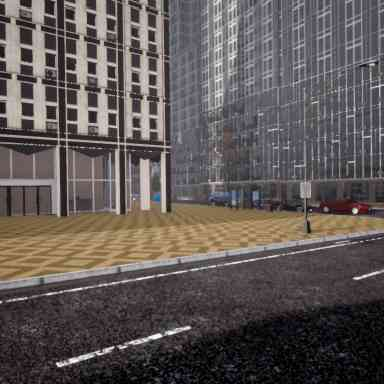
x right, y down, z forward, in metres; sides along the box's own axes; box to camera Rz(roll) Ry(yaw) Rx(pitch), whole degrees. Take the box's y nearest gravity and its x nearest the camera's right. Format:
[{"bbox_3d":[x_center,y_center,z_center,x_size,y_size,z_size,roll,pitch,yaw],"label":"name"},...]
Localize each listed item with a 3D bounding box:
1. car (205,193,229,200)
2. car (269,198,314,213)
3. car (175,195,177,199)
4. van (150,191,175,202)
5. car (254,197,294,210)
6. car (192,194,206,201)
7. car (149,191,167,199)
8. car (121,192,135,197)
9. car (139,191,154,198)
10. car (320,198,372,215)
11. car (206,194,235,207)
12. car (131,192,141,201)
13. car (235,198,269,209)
[{"bbox_3d":[4.403,1.241,49.137,1.994,1.385,4.181,-1,1,-34],"label":"car"},{"bbox_3d":[10.689,1.424,35.141,1.947,1.339,4.313,0,1,-34],"label":"car"},{"bbox_3d":[-4.762,0.936,72.777,1.802,1.307,4.206,0,1,-34],"label":"car"},{"bbox_3d":[-5.256,0.937,58.662,1.690,1.788,3.998,0,1,-34],"label":"van"},{"bbox_3d":[10.048,1.369,40.884,1.895,1.301,4.718,-1,1,-35],"label":"car"},{"bbox_3d":[1.659,1.043,63.397,1.802,1.307,4.206,0,1,-34],"label":"car"},{"bbox_3d":[-7.973,0.615,77.464,2.192,1.841,5.009,0,1,-34],"label":"car"},{"bbox_3d":[-17.604,0.688,91.536,2.008,1.369,4.403,0,1,-34],"label":"car"},{"bbox_3d":[-11.183,0.686,82.155,1.967,1.590,4.097,0,1,-34],"label":"car"},{"bbox_3d":[15.266,1.330,33.240,1.882,1.535,5.008,-1,1,-34],"label":"car"},{"bbox_3d":[4.330,1.319,44.566,1.947,1.339,4.313,0,1,-34],"label":"car"},{"bbox_3d":[-11.678,1.039,68.044,2.008,1.369,4.403,0,1,-34],"label":"car"},{"bbox_3d":[7.492,1.388,39.843,1.802,1.307,4.206,0,1,-34],"label":"car"}]
